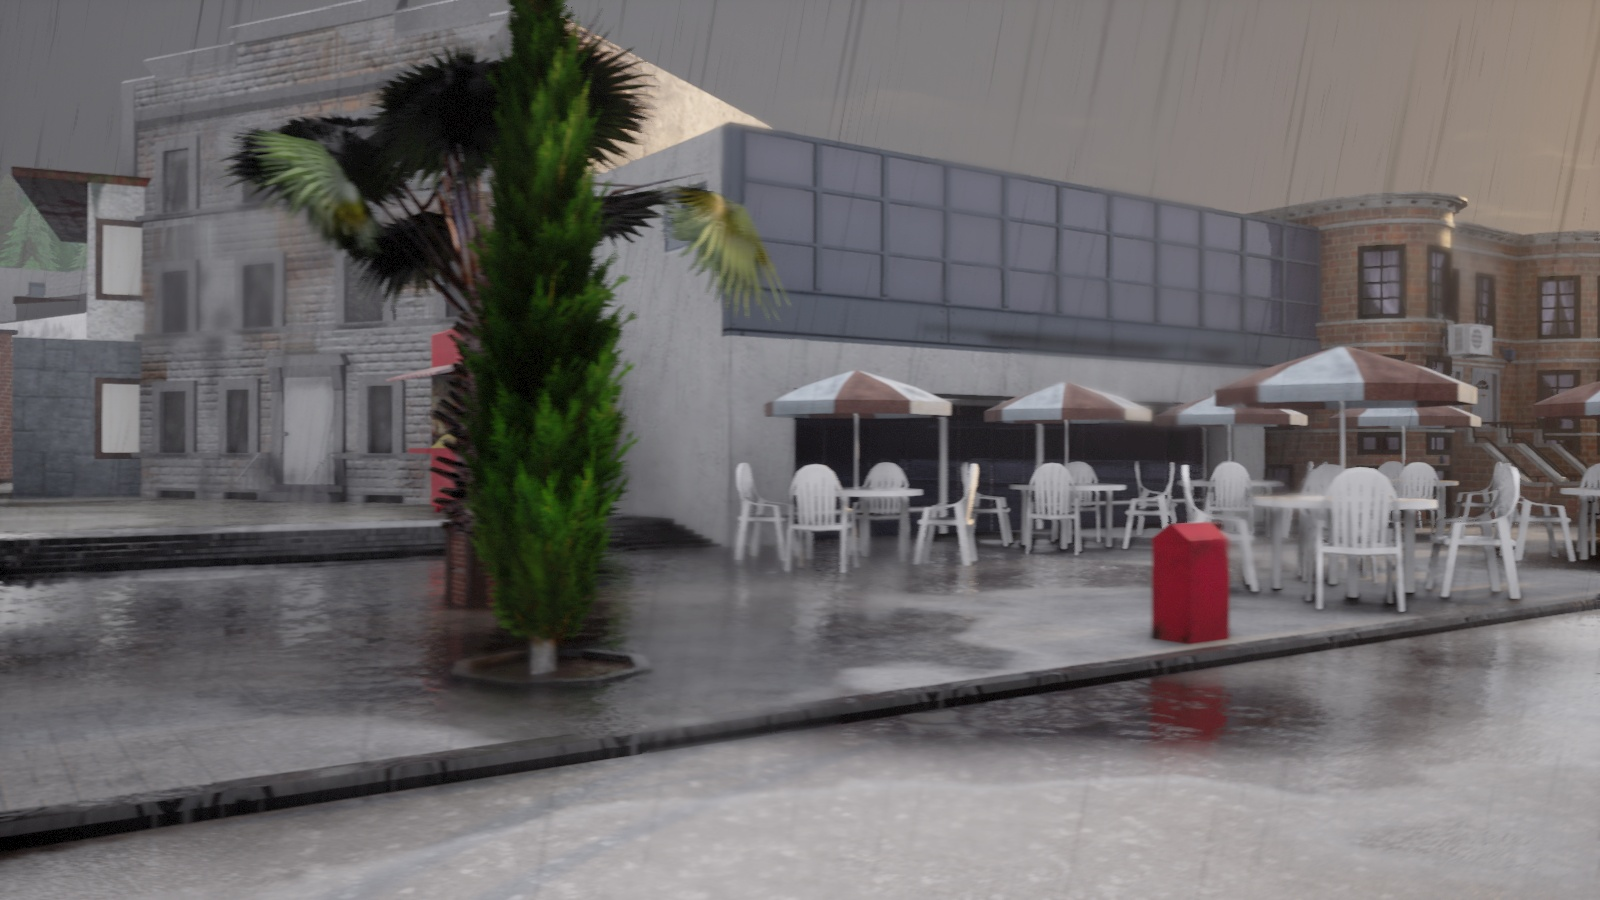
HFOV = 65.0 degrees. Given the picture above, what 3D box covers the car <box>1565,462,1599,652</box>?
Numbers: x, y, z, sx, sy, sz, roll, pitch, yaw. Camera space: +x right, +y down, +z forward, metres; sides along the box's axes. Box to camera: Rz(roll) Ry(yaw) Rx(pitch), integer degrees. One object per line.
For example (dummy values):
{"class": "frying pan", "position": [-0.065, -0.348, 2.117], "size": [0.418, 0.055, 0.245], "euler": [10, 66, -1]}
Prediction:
{"class": "car", "position": [8.605, 0.799, 10.258], "size": [5.357, 1.411, 2.033], "euler": [0, 0, -35]}
